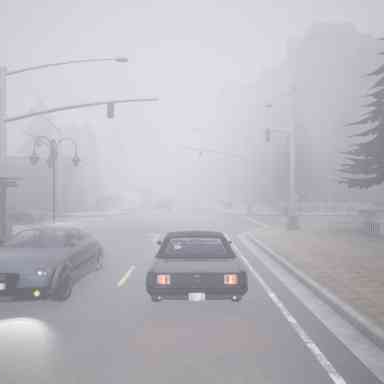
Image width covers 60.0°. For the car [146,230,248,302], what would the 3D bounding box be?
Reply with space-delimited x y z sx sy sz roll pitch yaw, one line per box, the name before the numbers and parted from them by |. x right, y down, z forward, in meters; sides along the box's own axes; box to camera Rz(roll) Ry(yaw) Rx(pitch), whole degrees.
car | 0.067 1.601 8.220 1.895 1.301 4.718 0 0 -1

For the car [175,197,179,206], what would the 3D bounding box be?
car | -3.601 1.601 52.751 1.895 1.301 4.718 0 0 0

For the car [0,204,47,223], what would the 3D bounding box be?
car | -12.399 1.545 23.180 4.181 1.385 1.994 0 0 -6

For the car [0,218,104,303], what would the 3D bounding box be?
car | -3.578 1.564 8.144 1.994 1.385 4.181 0 0 0

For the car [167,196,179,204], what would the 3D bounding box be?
car | -3.577 1.564 63.502 1.994 1.385 4.181 0 0 0

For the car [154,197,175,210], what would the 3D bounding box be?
car | -3.606 1.526 42.705 1.812 1.442 4.674 0 0 1

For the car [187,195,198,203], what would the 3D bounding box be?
car | 0.079 1.352 69.196 2.097 1.767 4.553 0 0 0

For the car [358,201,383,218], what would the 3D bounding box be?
car | 16.862 1.493 28.536 5.008 1.535 1.882 0 0 -2
